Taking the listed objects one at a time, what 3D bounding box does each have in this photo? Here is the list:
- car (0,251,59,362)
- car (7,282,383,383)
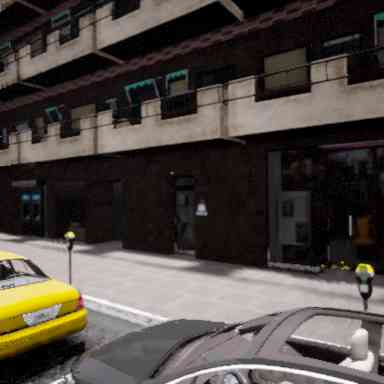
[{"bbox_3d":[-3.792,1.549,5.589,4.829,1.417,1.752,0,-1,35],"label":"car"},{"bbox_3d":[0.881,1.553,2.259,4.403,1.369,2.008,0,-1,35],"label":"car"}]
